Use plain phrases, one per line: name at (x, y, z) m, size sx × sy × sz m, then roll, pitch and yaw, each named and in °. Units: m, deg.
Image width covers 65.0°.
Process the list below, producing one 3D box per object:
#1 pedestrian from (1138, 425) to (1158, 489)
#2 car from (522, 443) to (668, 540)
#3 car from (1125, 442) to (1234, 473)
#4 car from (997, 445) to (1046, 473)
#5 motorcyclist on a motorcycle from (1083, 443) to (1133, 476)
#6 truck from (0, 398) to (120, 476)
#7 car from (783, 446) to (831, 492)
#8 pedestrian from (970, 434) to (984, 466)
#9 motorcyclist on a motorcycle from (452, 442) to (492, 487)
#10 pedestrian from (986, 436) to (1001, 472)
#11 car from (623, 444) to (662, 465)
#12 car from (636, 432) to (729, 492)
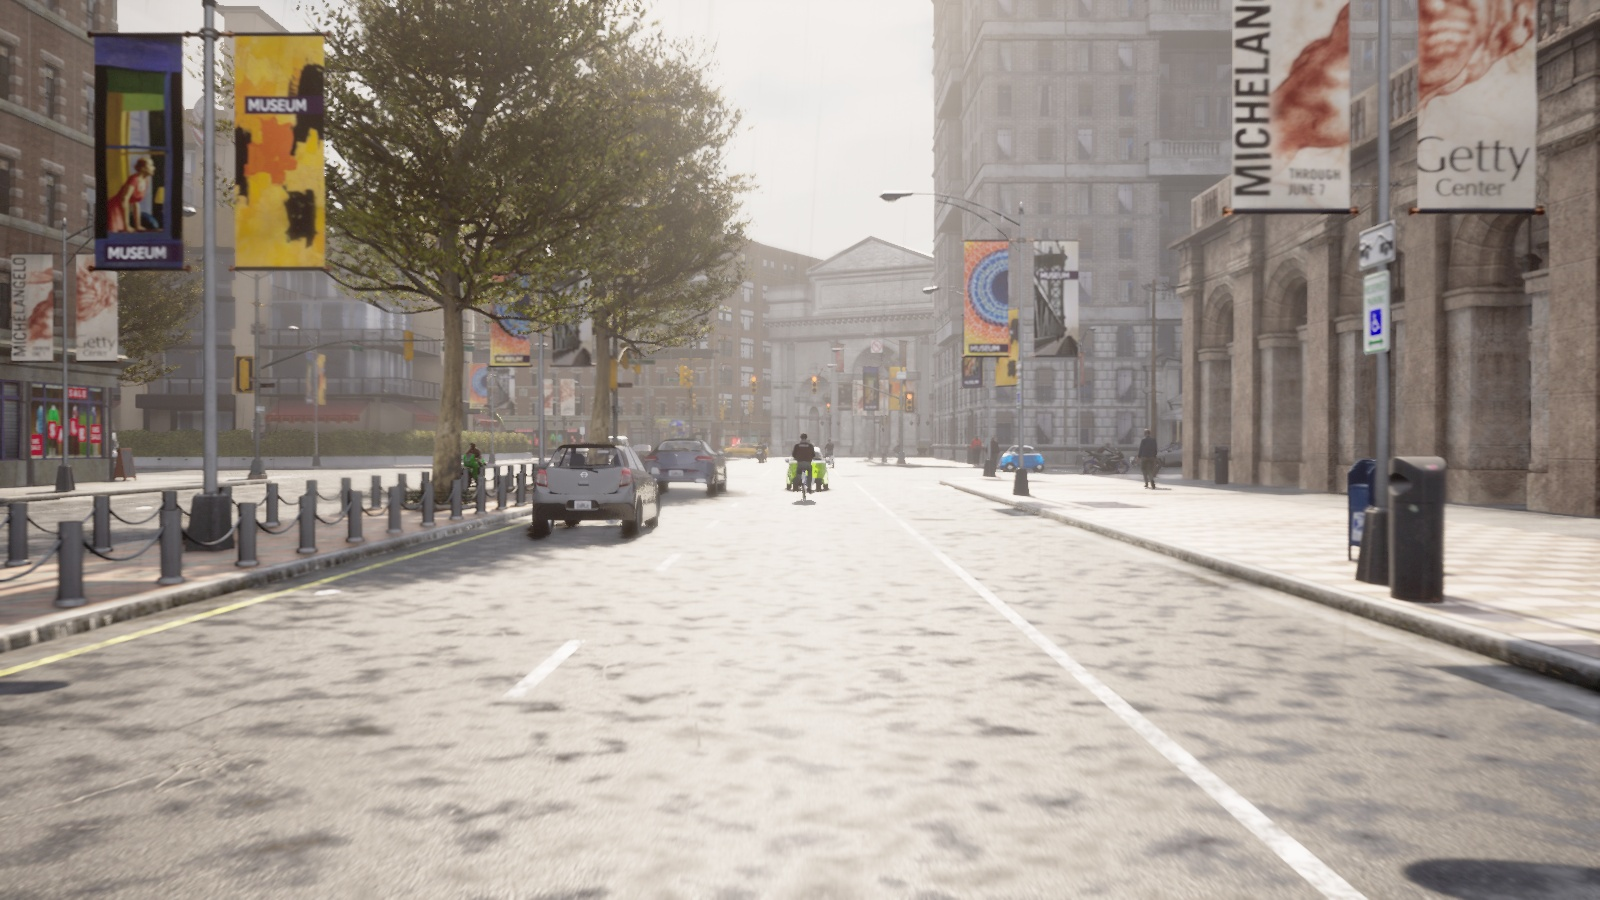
pedestrian at (10.232, 0.203, 36.926) m, size 0.402 × 1.842 × 0.726 m, roll 0°, pitch 0°, yaw 0°
car at (-3.364, 0.638, 21.250) m, size 1.845 × 1.501 × 3.633 m, roll 0°, pitch 0°, yaw 0°
car at (19.230, 0.359, 63.793) m, size 4.902 × 1.511 × 2.128 m, roll 0°, pitch 0°, yaw 0°
car at (11.256, 0.451, 63.793) m, size 2.207 × 1.376 × 1.481 m, roll 0°, pitch 0°, yaw 0°
motorcyclist on a motorcycle at (14.792, 0.454, 60.282) m, size 2.191 × 1.530 × 0.866 m, roll 0°, pitch 0°, yaw 0°
truck at (-35.500, -0.584, 56.791) m, size 7.936 × 3.462 × 2.891 m, roll 0°, pitch 0°, yaw 0°
car at (0.229, 0.577, 39.753) m, size 1.481 × 1.376 × 2.207 m, roll 0°, pitch 1°, yaw 1°
pedestrian at (10.376, -0.004, 73.730) m, size 0.634 × 1.844 × 0.899 m, roll 0°, pitch 0°, yaw -4°
motorcyclist on a motorcycle at (-11.260, 0.476, 43.159) m, size 0.797 × 1.523 × 2.044 m, roll 0°, pitch 0°, yaw 1°
pedestrian at (9.933, 0.182, 64.452) m, size 0.634 × 1.844 × 0.899 m, roll 0°, pitch 0°, yaw 14°
car at (-10.987, 0.291, 87.704) m, size 2.033 × 1.411 × 5.357 m, roll 0°, pitch 0°, yaw 0°
car at (-3.354, 0.315, 36.841) m, size 2.152 × 1.651 × 5.027 m, roll 0°, pitch 0°, yaw 1°
